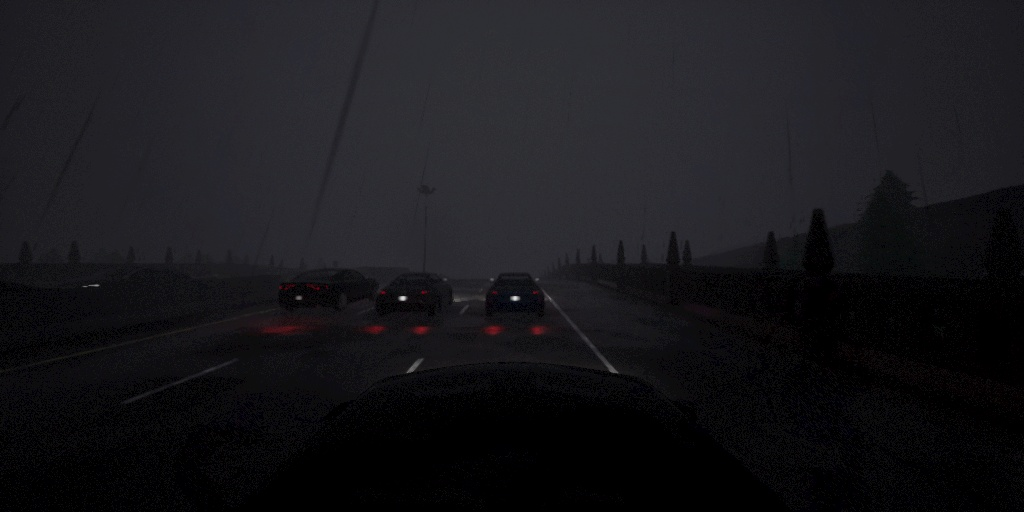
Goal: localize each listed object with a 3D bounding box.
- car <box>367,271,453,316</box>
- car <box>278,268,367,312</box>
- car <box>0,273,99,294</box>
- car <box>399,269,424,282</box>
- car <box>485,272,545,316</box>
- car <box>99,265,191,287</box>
[{"bbox_3d":[-3.401,1.281,13.178,1.994,1.385,4.181,0,0,0],"label":"car"},{"bbox_3d":[-6.901,1.191,14.085,1.882,1.535,5.008,0,0,0],"label":"car"},{"bbox_3d":[-14.100,1.276,8.621,2.033,1.411,5.357,0,0,0],"label":"car"},{"bbox_3d":[-14.070,2.845,50.591,2.128,1.511,4.902,0,-7,0],"label":"car"},{"bbox_3d":[0.099,1.281,13.173,1.994,1.385,4.181,0,0,0],"label":"car"},{"bbox_3d":[-17.595,1.197,16.576,2.128,1.511,4.902,0,0,0],"label":"car"}]
